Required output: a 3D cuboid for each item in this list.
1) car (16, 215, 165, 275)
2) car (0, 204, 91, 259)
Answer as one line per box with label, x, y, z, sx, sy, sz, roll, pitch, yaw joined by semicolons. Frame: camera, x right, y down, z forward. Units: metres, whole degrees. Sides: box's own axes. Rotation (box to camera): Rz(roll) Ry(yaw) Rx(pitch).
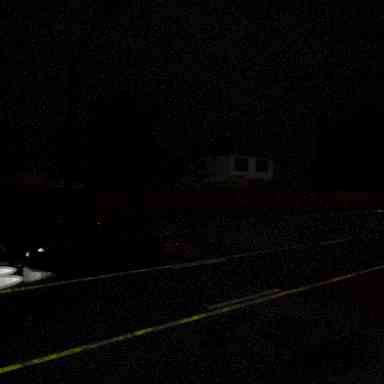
car;-2.964;1.559;10.474;4.181;1.385;1.994;0;0;-35
car;-5.853;1.349;12.713;4.553;1.767;2.097;0;0;-35
